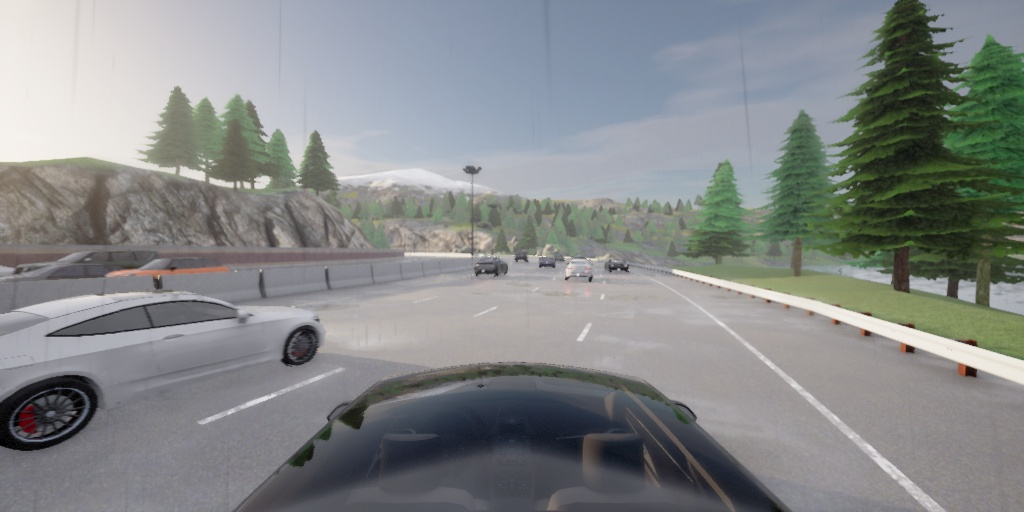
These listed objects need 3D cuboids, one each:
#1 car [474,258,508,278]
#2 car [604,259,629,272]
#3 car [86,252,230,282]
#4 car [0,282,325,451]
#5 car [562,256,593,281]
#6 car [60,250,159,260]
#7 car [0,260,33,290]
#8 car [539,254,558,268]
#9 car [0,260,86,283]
[{"bbox_3d":[-1.625,0.876,29.119,2.128,1.511,4.902,0,1,12],"label":"car"},{"bbox_3d":[10.409,0.932,36.059,1.895,1.301,4.718,0,1,8],"label":"car"},{"bbox_3d":[-16.050,0.853,16.866,2.097,1.767,4.553,0,1,18],"label":"car"},{"bbox_3d":[-5.068,1.214,5.168,1.812,1.442,4.674,1,1,21],"label":"car"},{"bbox_3d":[4.957,0.967,26.338,1.812,1.442,4.674,1,1,12],"label":"car"},{"bbox_3d":[-22.514,0.668,19.477,2.150,2.045,5.566,0,1,18],"label":"car"},{"bbox_3d":[-27.035,0.989,17.106,1.812,1.442,4.674,0,1,19],"label":"car"},{"bbox_3d":[4.515,0.743,46.169,1.994,1.385,4.181,0,1,5],"label":"car"},{"bbox_3d":[-19.896,1.044,16.245,2.033,1.411,5.357,0,1,19],"label":"car"}]
